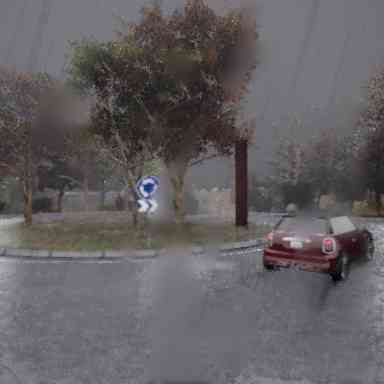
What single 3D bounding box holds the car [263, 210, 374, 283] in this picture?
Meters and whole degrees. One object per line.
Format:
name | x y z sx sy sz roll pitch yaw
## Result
car | 4.014 1.376 10.181 2.097 1.767 4.553 0 0 39
